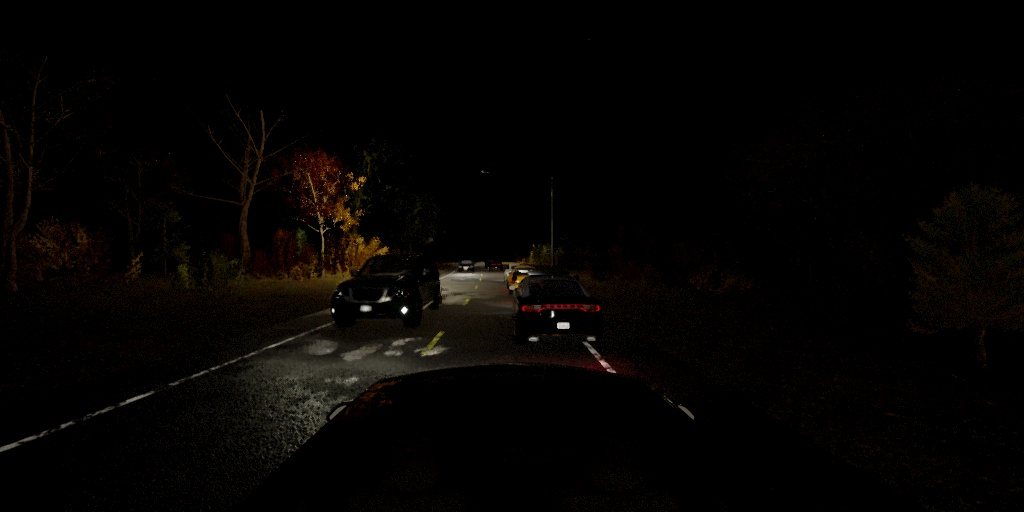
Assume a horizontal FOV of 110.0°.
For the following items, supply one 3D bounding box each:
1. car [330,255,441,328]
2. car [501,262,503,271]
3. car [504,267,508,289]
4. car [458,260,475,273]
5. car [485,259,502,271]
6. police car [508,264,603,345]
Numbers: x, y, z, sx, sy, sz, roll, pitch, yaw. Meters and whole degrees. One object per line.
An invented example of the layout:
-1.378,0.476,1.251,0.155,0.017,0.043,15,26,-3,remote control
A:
-3.759,0.969,11.812,2.150,2.045,5.566,0,0,-1,car
0.401,1.262,25.633,1.812,1.442,4.674,0,0,-3,car
0.667,1.198,19.795,1.801,1.575,5.366,0,0,-2,car
-5.393,1.221,42.815,2.128,1.511,4.902,0,0,-5,car
-2.225,1.230,47.620,1.837,1.490,4.892,0,0,-5,car
0.964,1.173,9.663,1.930,1.638,5.238,0,0,-1,police car
